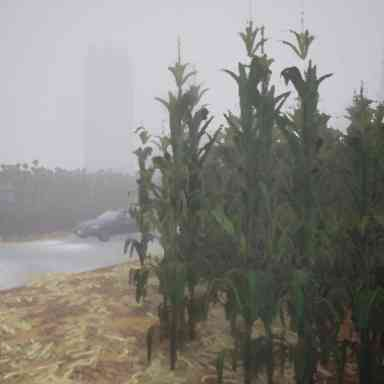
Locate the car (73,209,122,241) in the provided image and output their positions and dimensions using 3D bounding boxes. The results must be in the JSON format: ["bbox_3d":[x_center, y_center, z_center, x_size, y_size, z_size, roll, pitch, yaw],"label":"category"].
[{"bbox_3d":[-3.900,1.619,17.447,1.812,1.442,4.674,0,-1,36],"label":"car"}]
